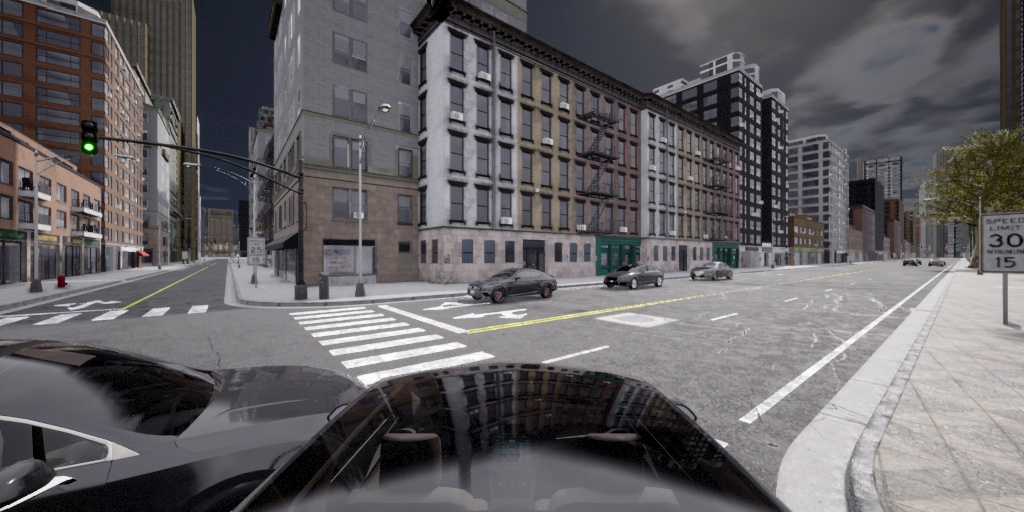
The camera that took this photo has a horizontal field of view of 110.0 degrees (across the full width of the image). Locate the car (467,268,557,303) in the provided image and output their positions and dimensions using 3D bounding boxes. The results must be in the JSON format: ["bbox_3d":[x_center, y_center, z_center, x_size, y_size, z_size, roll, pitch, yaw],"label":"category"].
[{"bbox_3d":[0.124,1.288,16.846,4.674,1.442,1.812,0,0,-38],"label":"car"}]

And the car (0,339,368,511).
[{"bbox_3d":[-3.206,1.257,1.906,4.892,1.490,1.837,0,0,-34],"label":"car"}]

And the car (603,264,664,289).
[{"bbox_3d":[7.876,1.260,22.995,4.892,1.490,1.837,0,0,-38],"label":"car"}]

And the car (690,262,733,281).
[{"bbox_3d":[16.728,1.238,30.002,4.902,1.511,2.128,0,0,-38],"label":"car"}]
